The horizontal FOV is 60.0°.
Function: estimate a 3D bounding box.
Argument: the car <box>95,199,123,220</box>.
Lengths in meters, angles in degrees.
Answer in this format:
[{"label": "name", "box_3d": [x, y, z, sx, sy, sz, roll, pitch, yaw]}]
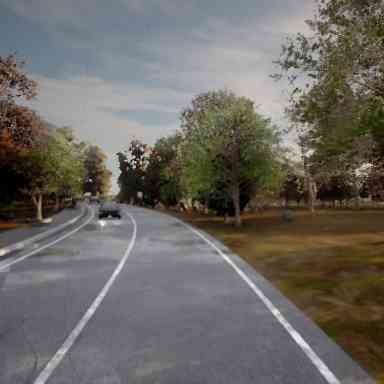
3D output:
[{"label": "car", "box_3d": [-7.159, 1.592, 29.228, 2.033, 1.411, 5.357, 1, 0, -13]}]

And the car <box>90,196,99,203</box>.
[{"label": "car", "box_3d": [-19.761, 1.509, 67.535, 1.812, 1.442, 4.674, 2, 0, -20]}]
